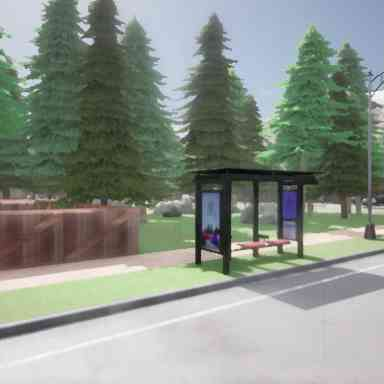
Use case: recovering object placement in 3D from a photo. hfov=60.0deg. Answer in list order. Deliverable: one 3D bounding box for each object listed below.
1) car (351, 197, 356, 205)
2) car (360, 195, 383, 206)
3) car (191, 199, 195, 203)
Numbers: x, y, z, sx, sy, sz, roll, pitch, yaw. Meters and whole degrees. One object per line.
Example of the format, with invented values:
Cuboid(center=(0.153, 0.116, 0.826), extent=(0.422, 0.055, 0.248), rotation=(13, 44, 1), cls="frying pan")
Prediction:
Cuboid(center=(25.780, 1.159, 51.767), extent=(3.866, 1.878, 1.905), rotation=(0, 0, -37), cls="car")
Cuboid(center=(27.598, 1.157, 49.987), extent=(4.605, 1.855, 1.932), rotation=(0, 0, -37), cls="car")
Cuboid(center=(-0.284, 1.544, 64.920), extent=(1.812, 1.442, 4.674), rotation=(0, 0, -43), cls="car")
